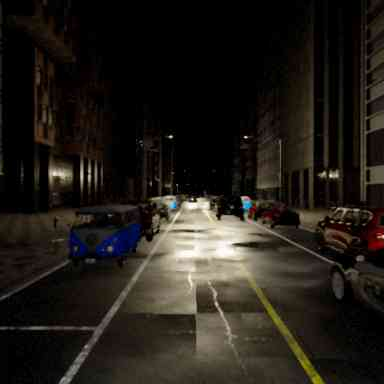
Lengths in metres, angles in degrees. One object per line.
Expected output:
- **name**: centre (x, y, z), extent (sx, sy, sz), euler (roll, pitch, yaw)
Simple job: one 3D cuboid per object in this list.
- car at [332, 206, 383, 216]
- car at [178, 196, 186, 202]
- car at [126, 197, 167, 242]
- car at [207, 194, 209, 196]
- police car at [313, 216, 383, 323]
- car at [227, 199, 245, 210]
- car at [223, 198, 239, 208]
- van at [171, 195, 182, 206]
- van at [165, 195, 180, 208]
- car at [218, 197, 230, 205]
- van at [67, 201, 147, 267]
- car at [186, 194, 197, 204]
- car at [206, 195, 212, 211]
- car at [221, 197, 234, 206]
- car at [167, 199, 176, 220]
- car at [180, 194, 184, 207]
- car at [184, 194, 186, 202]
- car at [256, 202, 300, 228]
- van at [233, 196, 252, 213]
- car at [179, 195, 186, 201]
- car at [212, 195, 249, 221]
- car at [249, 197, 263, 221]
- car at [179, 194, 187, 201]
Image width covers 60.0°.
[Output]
- **car**: centre (5.786, 1.351, 11.085), extent (2.192, 1.841, 5.009), euler (0, 0, 0)
- **car**: centre (-2.541, 1.691, 84.020), extent (1.947, 1.339, 4.313), euler (0, 0, 0)
- **car**: centre (-2.724, 1.325, 16.707), extent (2.192, 1.841, 5.009), euler (0, 0, 0)
- **car**: centre (6.015, 1.625, 95.221), extent (1.967, 1.590, 4.097), euler (0, 0, 0)
- **police car**: centre (3.906, 1.447, 5.325), extent (1.930, 1.638, 5.238), euler (0, 0, 0)
- **car**: centre (5.877, 1.626, 44.739), extent (1.887, 1.381, 4.507), euler (0, 0, 0)
- **car**: centre (5.892, 1.655, 50.348), extent (1.947, 1.339, 4.313), euler (0, 0, 0)
- **van**: centre (-2.616, 1.405, 55.974), extent (1.690, 1.788, 3.998), euler (0, 0, 0)
- **van**: centre (-2.663, 1.382, 39.145), extent (1.690, 1.788, 3.998), euler (0, 0, 0)
- **car**: centre (5.923, 1.632, 61.737), extent (1.752, 1.417, 4.829), euler (0, 0, 0)
- **van**: centre (-2.739, 1.344, 11.098), extent (1.690, 1.788, 3.998), euler (0, 0, 0)
- **car**: centre (0.178, 1.645, 67.975), extent (2.033, 1.411, 5.357), euler (0, 0, 0)
- **car**: centre (3.130, 1.560, 42.402), extent (2.128, 1.511, 4.902), euler (0, 0, 1)
- **car**: centre (5.908, 1.623, 56.128), extent (1.752, 1.417, 4.829), euler (0, 0, 0)
- **car**: centre (-2.694, 1.576, 27.926), extent (2.008, 1.369, 4.403), euler (0, 0, 0)
- **car**: centre (-2.632, 1.497, 50.364), extent (1.967, 1.590, 4.097), euler (0, 0, 0)
- **car**: centre (-2.587, 1.610, 67.022), extent (1.752, 1.417, 4.829), euler (0, 0, 0)
- **car**: centre (5.815, 1.595, 22.303), extent (1.887, 1.381, 4.507), euler (0, 0, 0)
- **van**: centre (5.862, 1.415, 39.130), extent (1.690, 1.788, 3.998), euler (0, 0, 0)
- **car**: centre (-2.525, 1.579, 89.630), extent (1.967, 1.590, 4.097), euler (0, 0, 0)
- **car**: centre (3.119, 1.271, 28.323), extent (2.150, 2.045, 5.566), euler (0, 0, 1)
- **car**: centre (5.831, 1.498, 27.912), extent (1.967, 1.590, 4.097), euler (0, 0, 0)
- **car**: centre (-2.509, 1.467, 95.240), extent (2.192, 1.841, 5.009), euler (0, 0, 0)
